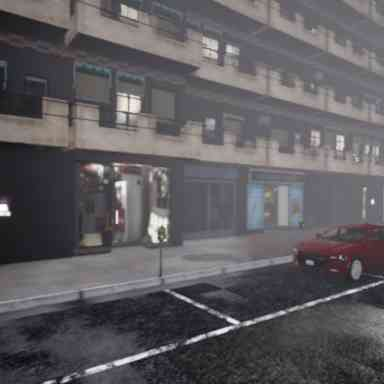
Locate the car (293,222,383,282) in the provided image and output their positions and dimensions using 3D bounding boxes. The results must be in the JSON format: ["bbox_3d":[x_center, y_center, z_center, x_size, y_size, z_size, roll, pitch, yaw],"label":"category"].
[{"bbox_3d":[4.944,1.637,10.084,4.507,1.381,1.887,1,0,-36],"label":"car"}]
